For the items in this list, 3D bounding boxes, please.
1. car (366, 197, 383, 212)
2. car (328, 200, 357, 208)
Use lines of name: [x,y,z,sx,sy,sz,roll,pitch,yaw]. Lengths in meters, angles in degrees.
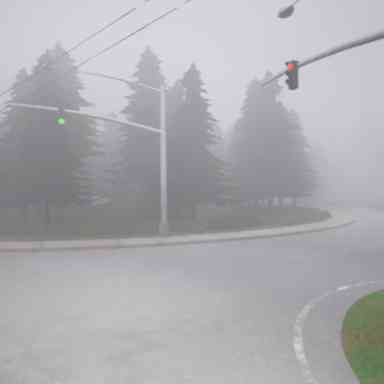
car: [23.454,1.466,41.545,2.097,1.767,4.553,-1,-1,8]
car: [23.196,1.821,51.520,1.895,1.301,4.718,-1,-1,-12]
